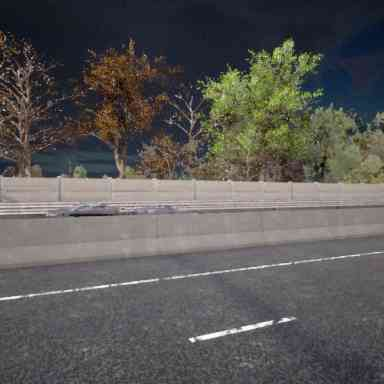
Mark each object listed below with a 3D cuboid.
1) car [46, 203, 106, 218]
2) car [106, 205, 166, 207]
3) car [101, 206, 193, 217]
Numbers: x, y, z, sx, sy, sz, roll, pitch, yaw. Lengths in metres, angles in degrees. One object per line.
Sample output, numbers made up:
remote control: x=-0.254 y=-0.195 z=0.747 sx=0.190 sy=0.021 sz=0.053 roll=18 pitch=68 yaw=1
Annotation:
car: x=-7.394 y=1.490 z=22.970 sx=4.902 sy=1.511 sz=2.128 roll=0 pitch=0 yaw=-26
car: x=-2.480 y=1.549 z=21.495 sx=5.357 sy=1.411 sz=2.033 roll=0 pitch=0 yaw=-26
car: x=-2.136 y=1.601 z=17.764 sx=4.718 sy=1.301 sz=1.895 roll=0 pitch=0 yaw=-26
